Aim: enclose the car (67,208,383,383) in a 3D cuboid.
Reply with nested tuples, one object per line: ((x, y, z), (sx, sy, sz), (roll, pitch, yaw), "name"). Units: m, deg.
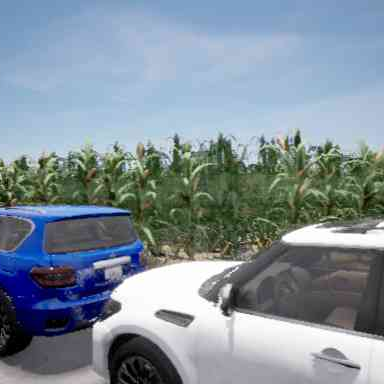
((1.568, 1.241, 2.833), (5.566, 2.045, 2.150), (0, 0, 36), "car")

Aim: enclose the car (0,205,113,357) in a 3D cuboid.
((-3.303, 1.261, 6.340), (5.566, 2.045, 2.150), (0, 0, 36), "car")
